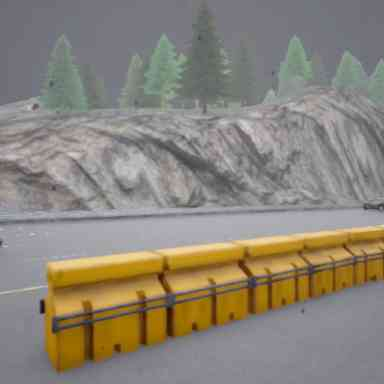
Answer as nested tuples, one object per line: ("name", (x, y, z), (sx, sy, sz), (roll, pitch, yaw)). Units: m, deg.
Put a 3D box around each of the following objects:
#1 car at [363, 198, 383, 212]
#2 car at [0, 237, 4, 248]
("car", (21.168, 1.379, 37.136), (5.008, 1.535, 1.882), (0, 0, -30))
("car", (-8.994, 1.521, 10.398), (5.357, 1.411, 2.033), (0, 0, -36))
